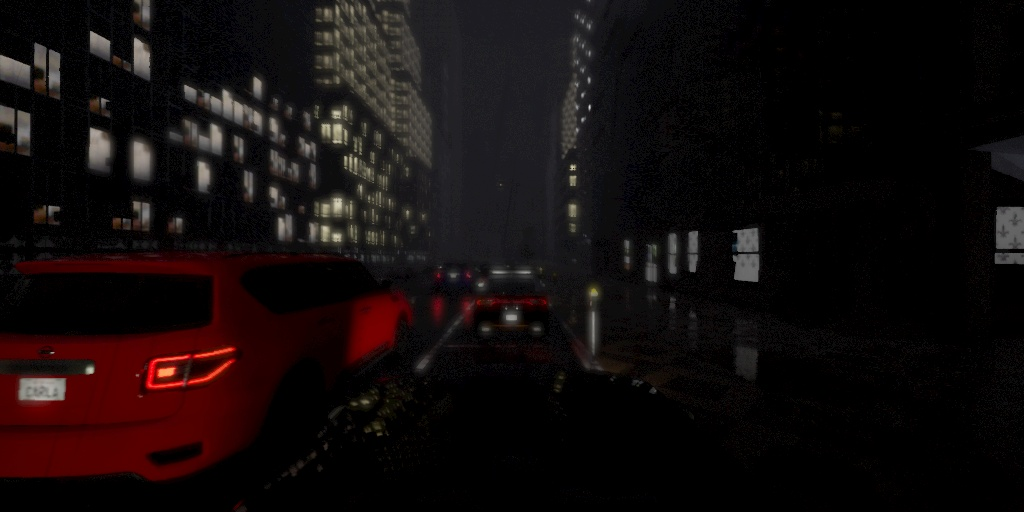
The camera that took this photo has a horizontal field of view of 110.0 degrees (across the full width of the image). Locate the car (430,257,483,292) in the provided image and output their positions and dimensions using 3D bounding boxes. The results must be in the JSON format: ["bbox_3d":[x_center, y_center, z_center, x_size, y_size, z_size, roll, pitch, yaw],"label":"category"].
[{"bbox_3d":[-3.100,1.098,21.165,2.097,1.767,4.553,0,0,1],"label":"car"}]

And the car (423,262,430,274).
[{"bbox_3d":[-8.836,1.286,40.419,2.007,1.370,4.403,0,0,0],"label":"car"}]

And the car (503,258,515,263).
[{"bbox_3d":[-0.455,1.298,46.099,1.948,1.339,4.313,0,0,0],"label":"car"}]

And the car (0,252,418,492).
[{"bbox_3d":[-3.144,0.973,5.082,2.150,2.045,5.566,0,0,0],"label":"car"}]

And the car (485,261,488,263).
[{"bbox_3d":[-3.099,1.230,36.238,2.128,1.511,4.902,0,0,0],"label":"car"}]

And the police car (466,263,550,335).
[{"bbox_3d":[-0.012,1.174,10.609,1.930,1.638,5.238,0,0,0],"label":"police car"}]
